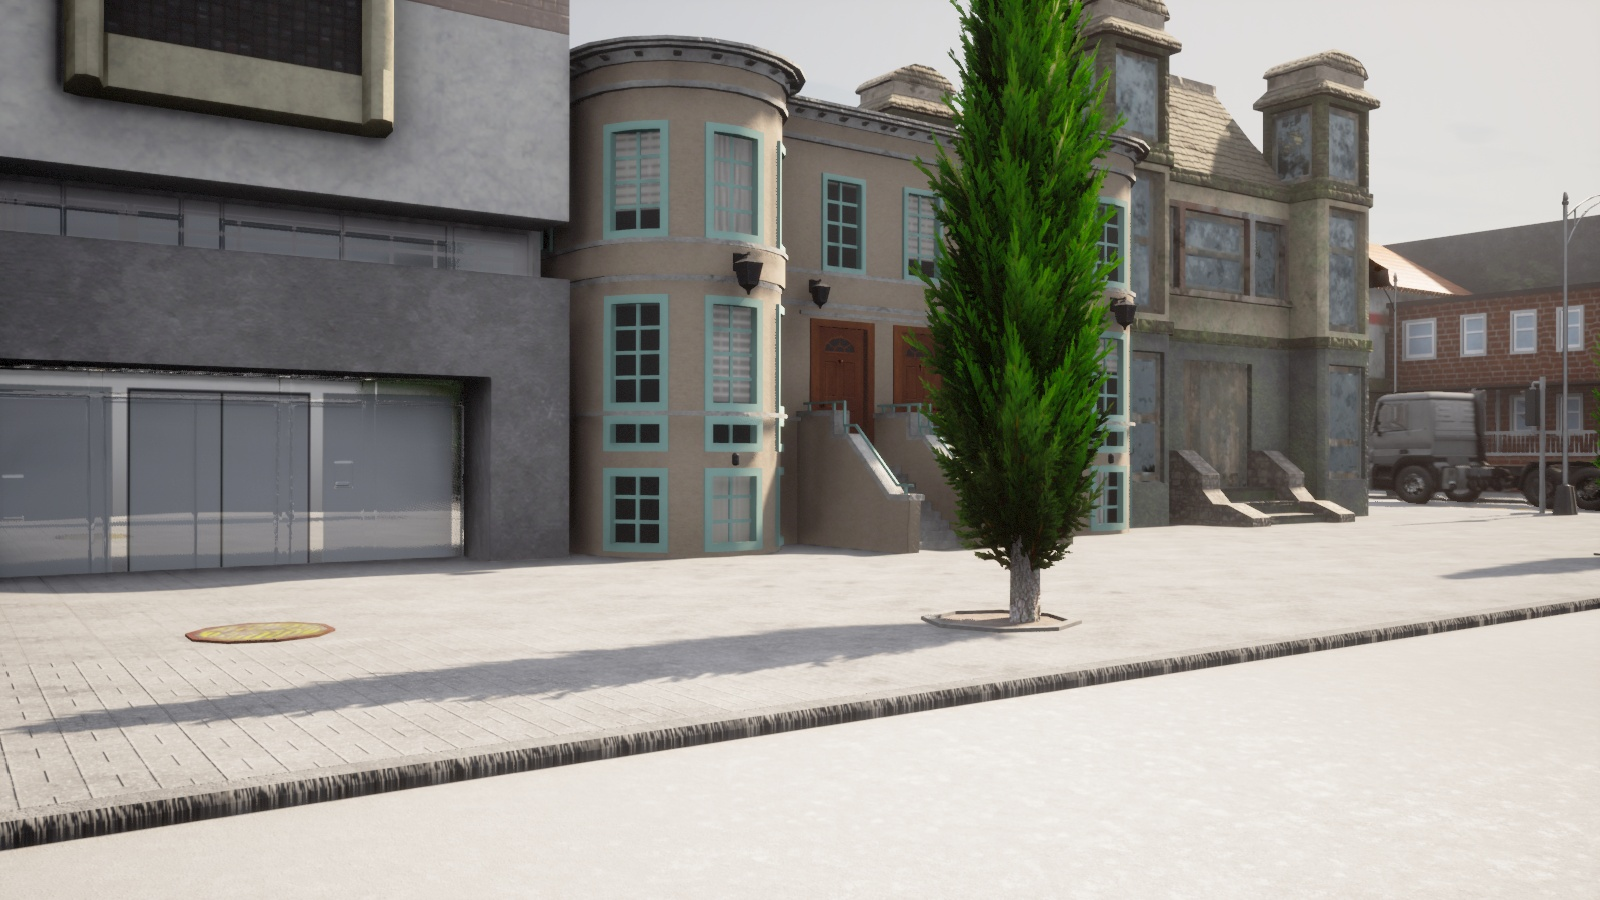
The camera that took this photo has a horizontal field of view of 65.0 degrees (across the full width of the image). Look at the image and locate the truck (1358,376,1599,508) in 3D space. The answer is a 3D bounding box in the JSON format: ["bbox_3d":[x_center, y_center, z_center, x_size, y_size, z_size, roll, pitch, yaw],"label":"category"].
[{"bbox_3d":[20.615,-0.192,36.295,2.891,3.462,7.936,0,0,-31],"label":"truck"}]

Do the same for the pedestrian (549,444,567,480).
[{"bbox_3d":[-12.991,0.645,67.416,0.659,1.952,0.873,0,0,-39],"label":"pedestrian"}]
